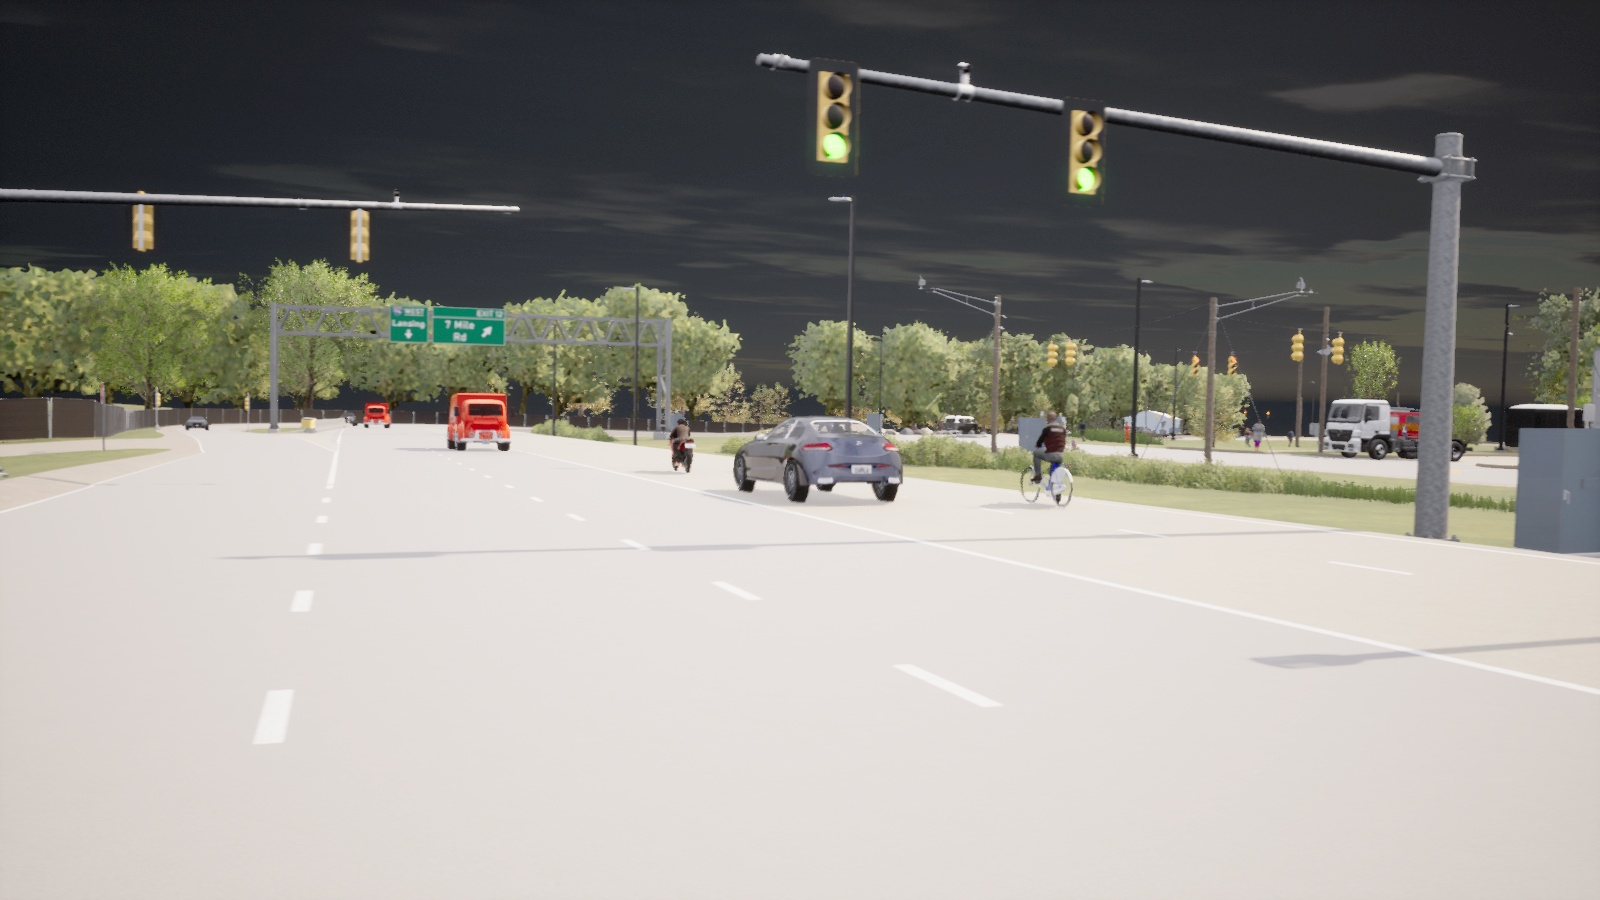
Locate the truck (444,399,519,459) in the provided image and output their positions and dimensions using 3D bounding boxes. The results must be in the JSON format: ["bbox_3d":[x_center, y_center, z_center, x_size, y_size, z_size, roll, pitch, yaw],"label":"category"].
[{"bbox_3d":[-13.883,-0.923,54.542,2.627,2.467,5.204,-1,1,-20],"label":"truck"}]

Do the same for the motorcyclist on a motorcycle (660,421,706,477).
[{"bbox_3d":[-3.329,-0.056,35.587,0.797,1.523,2.044,-1,2,-20],"label":"motorcyclist on a motorcycle"}]

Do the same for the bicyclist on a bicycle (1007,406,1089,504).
[{"bbox_3d":[4.665,0.071,23.714,0.659,1.776,1.843,-1,2,-20],"label":"bicyclist on a bicycle"}]

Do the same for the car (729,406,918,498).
[{"bbox_3d":[0.324,-0.030,25.433,2.152,1.651,5.027,-1,2,-20],"label":"car"}]

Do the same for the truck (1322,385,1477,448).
[{"bbox_3d":[34.276,-1.904,71.861,7.936,3.462,2.891,0,2,-14],"label":"truck"}]

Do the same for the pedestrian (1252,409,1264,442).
[{"bbox_3d":[27.621,-1.485,75.749,0.659,1.952,0.873,1,3,19],"label":"pedestrian"}]
